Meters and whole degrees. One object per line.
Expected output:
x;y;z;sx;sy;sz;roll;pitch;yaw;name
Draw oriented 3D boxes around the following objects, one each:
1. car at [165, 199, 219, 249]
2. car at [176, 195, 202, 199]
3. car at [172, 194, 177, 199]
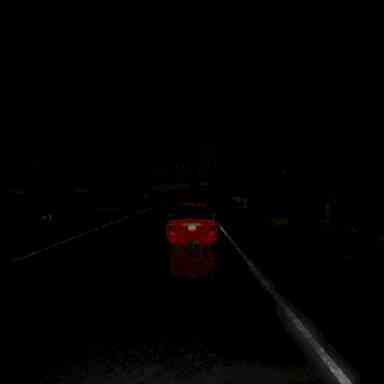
0.000;1.366;14.620;2.097;1.767;4.553;0;0;0;car
0.000;1.258;29.680;2.150;2.045;5.566;0;0;0;car
-3.500;1.274;75.909;2.033;1.411;5.357;0;0;0;car
